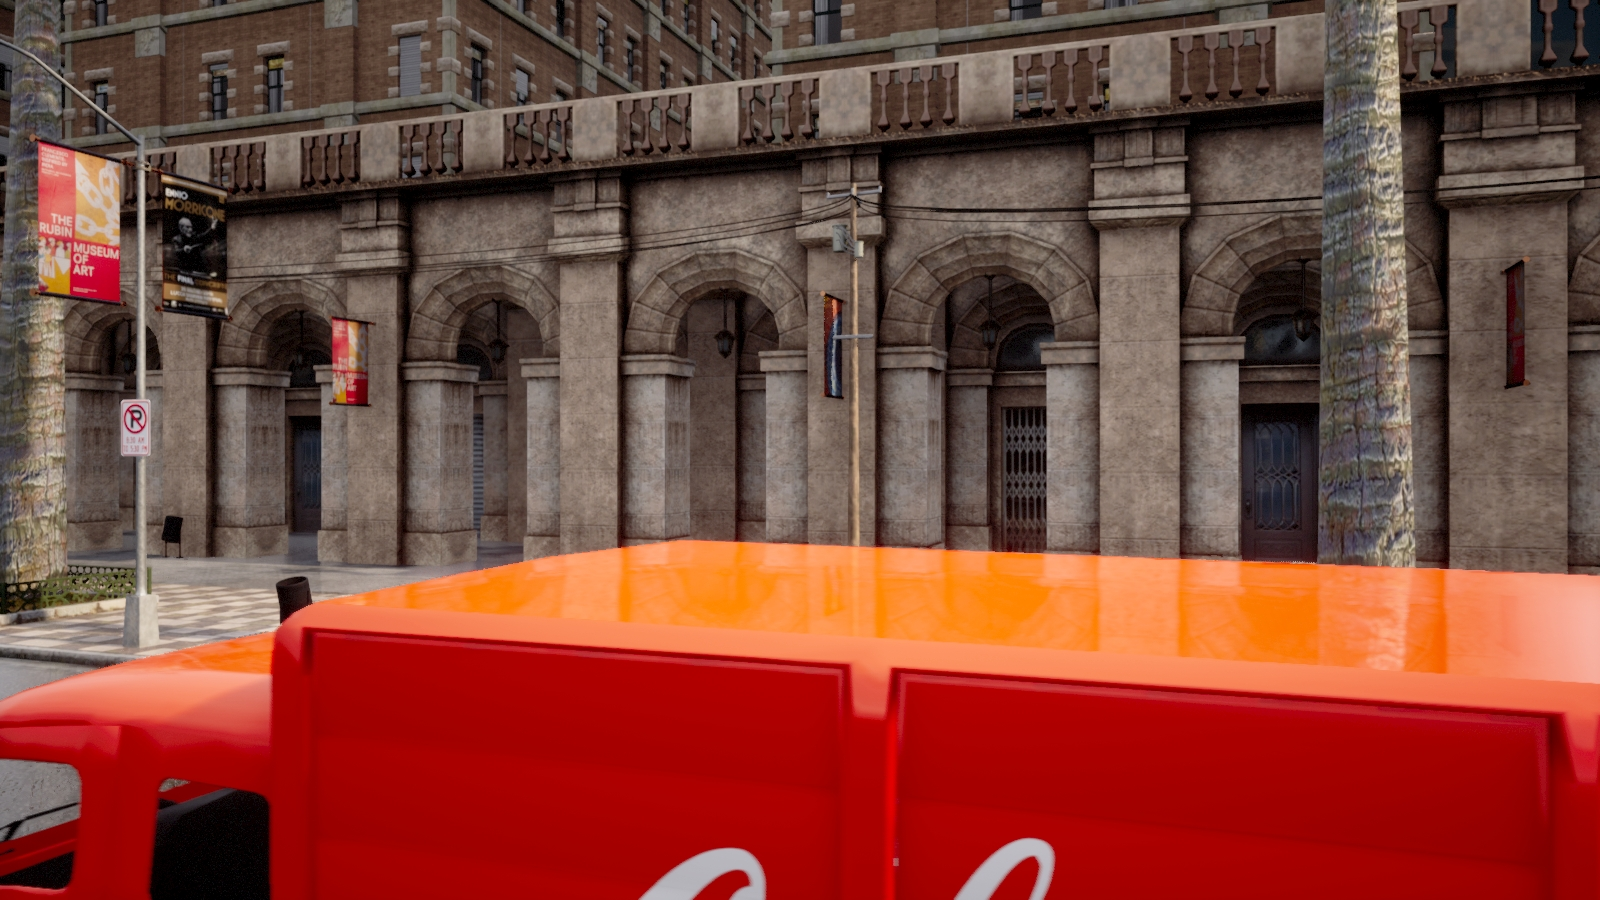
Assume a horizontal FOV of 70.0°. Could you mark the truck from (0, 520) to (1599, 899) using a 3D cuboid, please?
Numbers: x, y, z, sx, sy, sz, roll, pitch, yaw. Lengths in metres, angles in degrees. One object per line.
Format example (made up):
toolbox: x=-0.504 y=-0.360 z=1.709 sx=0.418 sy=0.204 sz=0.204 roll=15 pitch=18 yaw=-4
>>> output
truck: x=-0.128 y=1.568 z=3.344 sx=5.204 sy=2.467 sz=2.627 roll=0 pitch=0 yaw=20

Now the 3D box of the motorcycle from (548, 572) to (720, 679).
motorcycle: x=-2.124 y=2.215 z=14.632 sx=2.033 sy=1.145 sz=0.803 roll=0 pitch=0 yaw=20
